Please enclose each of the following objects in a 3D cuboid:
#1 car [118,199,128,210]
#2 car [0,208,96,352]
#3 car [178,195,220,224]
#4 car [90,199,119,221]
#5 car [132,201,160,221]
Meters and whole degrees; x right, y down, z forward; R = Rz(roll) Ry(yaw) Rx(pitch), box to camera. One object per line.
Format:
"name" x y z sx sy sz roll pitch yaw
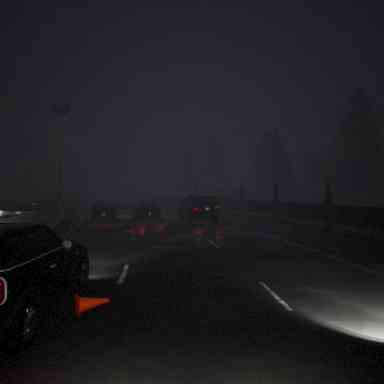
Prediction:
"car" -9.712 1.637 43.429 1.994 1.385 4.181 0 0 -24
"car" -3.462 1.362 6.298 2.097 1.767 4.553 0 0 -4
"car" 0.414 1.268 25.560 2.150 2.045 5.566 0 0 -14
"car" -7.246 1.524 27.100 1.882 1.535 5.008 0 0 -16
"car" -3.925 1.527 28.179 1.882 1.535 5.008 0 0 -16
